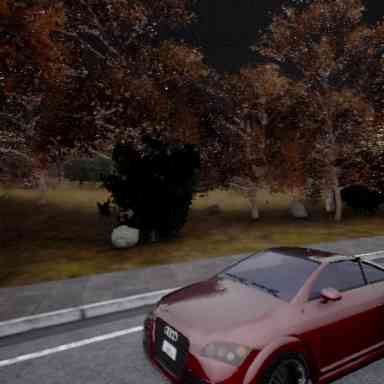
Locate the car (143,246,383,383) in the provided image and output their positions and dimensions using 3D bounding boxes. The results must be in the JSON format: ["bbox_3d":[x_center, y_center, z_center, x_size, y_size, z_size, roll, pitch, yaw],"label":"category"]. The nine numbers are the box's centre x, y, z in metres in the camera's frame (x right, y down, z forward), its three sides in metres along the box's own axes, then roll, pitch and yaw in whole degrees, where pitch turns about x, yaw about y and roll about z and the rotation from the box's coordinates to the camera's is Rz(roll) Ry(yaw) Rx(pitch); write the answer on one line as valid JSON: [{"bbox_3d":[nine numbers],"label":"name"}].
[{"bbox_3d":[1.448,1.527,4.690,4.181,1.385,1.994,0,1,-32],"label":"car"}]
